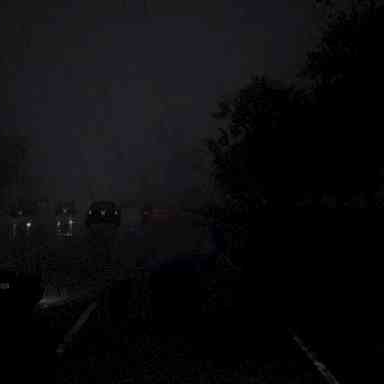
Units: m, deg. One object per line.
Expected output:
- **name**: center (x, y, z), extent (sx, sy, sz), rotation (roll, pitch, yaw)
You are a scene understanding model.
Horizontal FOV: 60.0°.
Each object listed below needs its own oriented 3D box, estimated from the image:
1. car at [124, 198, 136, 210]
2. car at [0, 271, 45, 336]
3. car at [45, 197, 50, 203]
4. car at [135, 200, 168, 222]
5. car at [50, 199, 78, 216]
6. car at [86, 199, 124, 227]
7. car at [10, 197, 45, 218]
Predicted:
- **car**: center (-7.956, 1.502, 42.111), extent (2.128, 1.511, 4.902), rotation (0, 0, -20)
- **car**: center (-3.560, 1.554, 3.700), extent (2.033, 1.411, 5.357), rotation (0, 0, -2)
- **car**: center (-30.425, 1.573, 68.461), extent (1.895, 1.301, 4.718), rotation (0, 0, -36)
- **car**: center (-3.118, 1.552, 26.342), extent (2.033, 1.411, 5.357), rotation (0, 0, -13)
- **car**: center (-12.266, 1.501, 32.562), extent (2.128, 1.511, 4.902), rotation (0, 0, -17)
- **car**: center (-6.039, 1.359, 23.147), extent (2.097, 1.767, 4.553), rotation (0, 0, -11)
- **car**: center (-15.360, 1.501, 30.759), extent (2.128, 1.511, 4.902), rotation (0, 0, -17)
